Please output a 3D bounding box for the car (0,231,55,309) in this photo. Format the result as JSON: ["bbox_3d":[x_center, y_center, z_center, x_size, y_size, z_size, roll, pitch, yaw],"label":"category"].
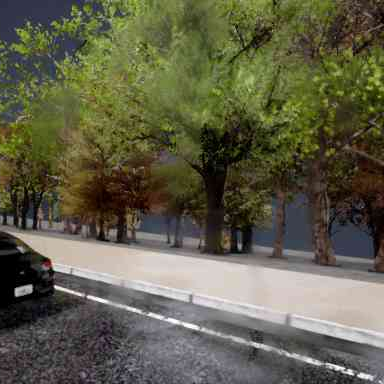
[{"bbox_3d":[-4.769,1.524,7.045,4.674,1.442,1.812,0,0,35],"label":"car"}]
